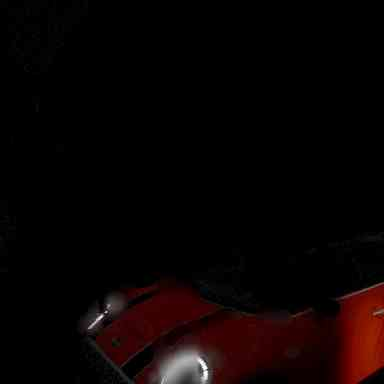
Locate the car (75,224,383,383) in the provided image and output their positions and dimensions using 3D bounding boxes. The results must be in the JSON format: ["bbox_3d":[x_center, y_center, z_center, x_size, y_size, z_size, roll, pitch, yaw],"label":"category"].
[{"bbox_3d":[1.009,1.353,4.096,4.553,1.767,2.097,0,0,-35],"label":"car"}]
